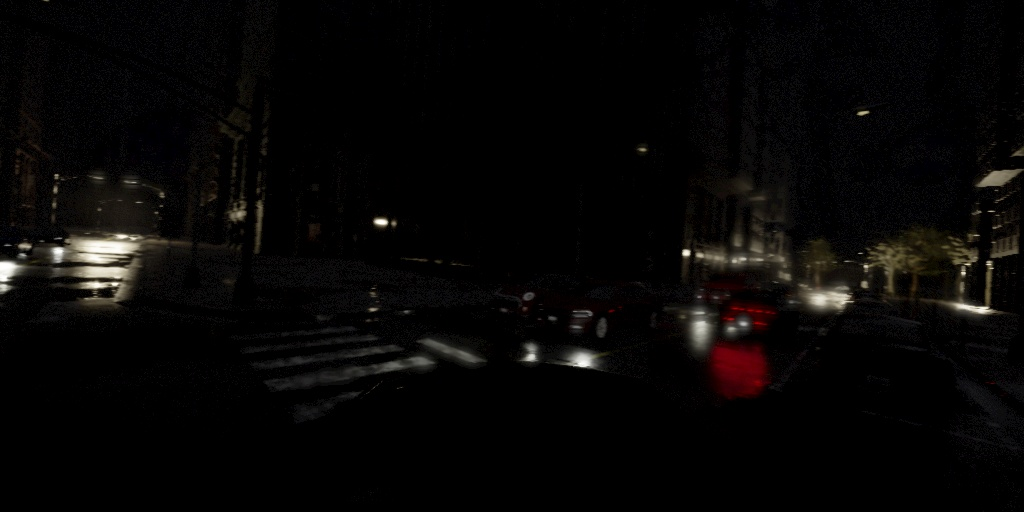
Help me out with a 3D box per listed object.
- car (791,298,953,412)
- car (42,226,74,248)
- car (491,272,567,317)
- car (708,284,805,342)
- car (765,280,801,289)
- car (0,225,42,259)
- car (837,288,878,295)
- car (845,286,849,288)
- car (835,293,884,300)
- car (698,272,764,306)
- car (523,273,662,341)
[{"bbox_3d":[7.188,1.826,7.143,2.007,1.370,4.403,0,0,44],"label":"car"},{"bbox_3d":[-34.373,-1.464,26.637,4.674,1.442,1.812,5,1,45],"label":"car"},{"bbox_3d":[1.127,1.355,13.128,1.967,1.591,4.097,0,0,44],"label":"car"},{"bbox_3d":[8.778,1.948,12.680,1.837,1.490,4.892,3,-1,44],"label":"car"},{"bbox_3d":[26.825,3.481,35.474,1.837,1.490,4.892,3,-1,44],"label":"car"},{"bbox_3d":[-24.870,-0.748,17.226,5.008,1.535,1.882,4,0,45],"label":"car"},{"bbox_3d":[15.212,2.431,15.366,1.751,1.417,4.829,0,0,44],"label":"car"},{"bbox_3d":[26.949,3.320,27.396,1.967,1.591,4.097,0,0,44],"label":"car"},{"bbox_3d":[11.141,2.155,11.195,1.948,1.339,4.313,0,0,44],"label":"car"},{"bbox_3d":[13.084,2.046,21.508,2.150,2.045,5.566,3,0,44],"label":"car"},{"bbox_3d":[2.855,1.490,11.049,5.008,1.535,1.882,4,-1,-44],"label":"car"}]
